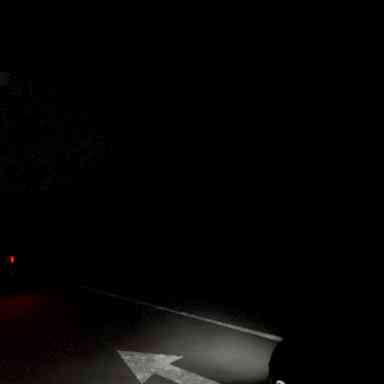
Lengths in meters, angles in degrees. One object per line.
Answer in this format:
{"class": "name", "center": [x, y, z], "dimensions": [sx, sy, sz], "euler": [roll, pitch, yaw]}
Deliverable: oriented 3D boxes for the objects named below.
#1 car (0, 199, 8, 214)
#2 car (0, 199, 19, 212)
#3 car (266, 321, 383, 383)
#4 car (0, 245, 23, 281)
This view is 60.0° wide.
{"class": "car", "center": [-16.523, 1.382, 32.794], "dimensions": [4.536, 1.218, 1.853], "euler": [0, 0, 0]}
{"class": "car", "center": [-20.275, 1.395, 35.604], "dimensions": [1.853, 1.218, 4.536], "euler": [0, 0, -10]}
{"class": "car", "center": [2.748, 1.523, 1.986], "dimensions": [4.674, 1.442, 1.812], "euler": [0, 0, 36]}
{"class": "car", "center": [-6.469, 1.628, 8.608], "dimensions": [4.718, 1.301, 1.895], "euler": [0, 0, 35]}
